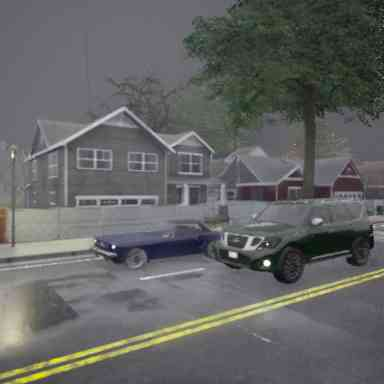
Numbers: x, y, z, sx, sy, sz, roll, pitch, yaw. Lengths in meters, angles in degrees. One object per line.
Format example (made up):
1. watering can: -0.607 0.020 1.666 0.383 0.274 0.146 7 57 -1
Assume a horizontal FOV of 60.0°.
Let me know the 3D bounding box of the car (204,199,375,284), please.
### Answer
1. car: 3.288 1.245 10.025 5.566 2.045 2.150 0 0 -36

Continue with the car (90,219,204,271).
1. car: -0.841 1.616 11.071 4.718 1.301 1.895 0 0 -36
